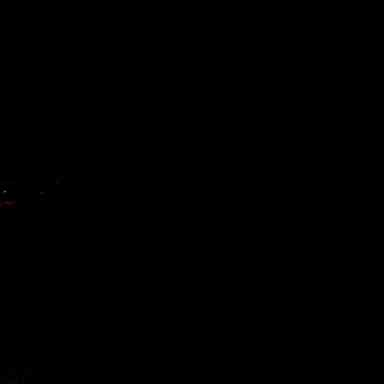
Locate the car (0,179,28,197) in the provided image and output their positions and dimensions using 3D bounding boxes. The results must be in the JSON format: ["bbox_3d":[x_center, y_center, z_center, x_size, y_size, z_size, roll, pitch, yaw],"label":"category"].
[{"bbox_3d":[-16.597,-0.437,31.155,1.812,1.442,4.674,5,4,-12],"label":"car"}]
